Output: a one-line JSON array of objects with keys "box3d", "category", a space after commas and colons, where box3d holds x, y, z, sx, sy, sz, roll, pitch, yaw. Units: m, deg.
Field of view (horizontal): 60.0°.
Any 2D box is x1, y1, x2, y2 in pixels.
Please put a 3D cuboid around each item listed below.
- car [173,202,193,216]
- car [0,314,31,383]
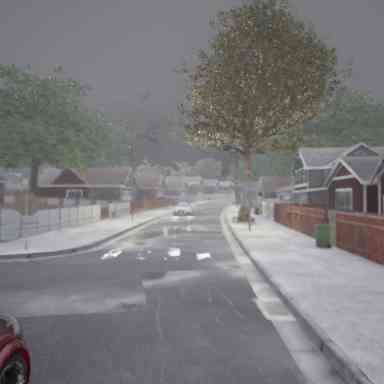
[{"box3d": [-0.934, 1.867, 37.415, 1.812, 1.442, 4.674, 0, 0, 5], "category": "car"}, {"box3d": [-2.711, 1.588, 1.846, 1.994, 1.385, 4.181, 0, 0, 0], "category": "car"}]
